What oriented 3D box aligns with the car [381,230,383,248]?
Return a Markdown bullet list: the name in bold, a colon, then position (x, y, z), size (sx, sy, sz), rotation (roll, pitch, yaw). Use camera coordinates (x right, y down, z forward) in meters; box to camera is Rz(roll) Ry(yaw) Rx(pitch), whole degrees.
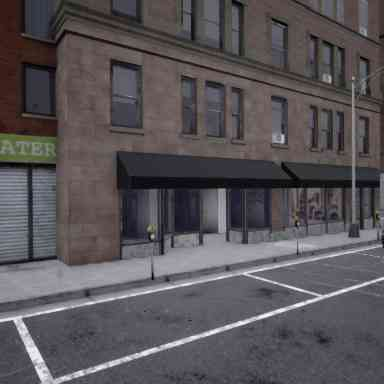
- **car**: position (9.185, 1.540, 13.088), size (4.507, 1.381, 1.887), rotation (0, -1, -35)
